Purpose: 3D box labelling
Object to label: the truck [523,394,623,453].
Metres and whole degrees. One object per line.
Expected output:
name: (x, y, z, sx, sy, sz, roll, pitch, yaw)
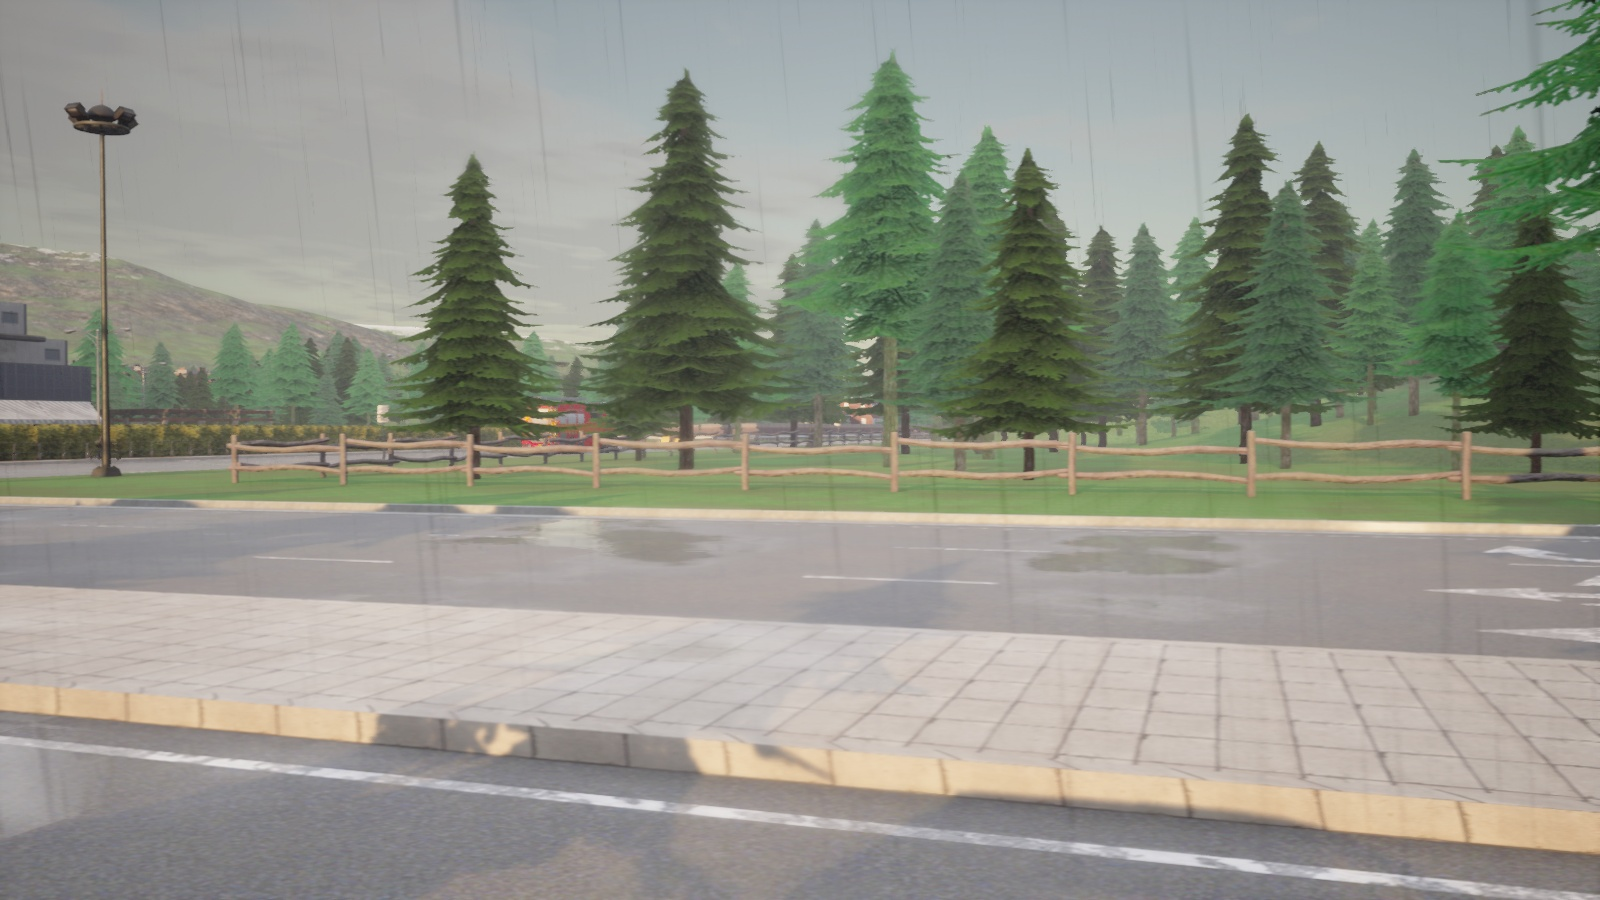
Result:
truck: (-15.423, -1.773, 85.974, 2.891, 3.827, 8.468, 1, 1, 19)
